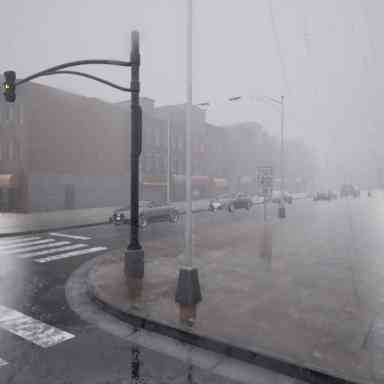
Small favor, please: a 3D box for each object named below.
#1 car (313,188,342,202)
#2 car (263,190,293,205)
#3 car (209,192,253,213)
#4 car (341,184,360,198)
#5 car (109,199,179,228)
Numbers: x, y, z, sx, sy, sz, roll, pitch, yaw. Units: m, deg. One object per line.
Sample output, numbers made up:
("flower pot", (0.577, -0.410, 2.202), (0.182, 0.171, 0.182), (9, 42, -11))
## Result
("car", (16.105, 0.481, 39.898), (1.895, 1.301, 4.718), (0, 2, 36))
("car", (9.190, 0.571, 35.274), (1.812, 1.442, 4.674), (0, 2, 36))
("car", (3.221, 0.793, 26.916), (2.128, 1.511, 4.902), (0, 2, 35))
("car", (24.666, -0.224, 51.873), (2.150, 2.045, 5.566), (0, 2, 35))
("car", (-2.614, 1.127, 18.737), (1.994, 1.385, 4.181), (0, 2, 36))
